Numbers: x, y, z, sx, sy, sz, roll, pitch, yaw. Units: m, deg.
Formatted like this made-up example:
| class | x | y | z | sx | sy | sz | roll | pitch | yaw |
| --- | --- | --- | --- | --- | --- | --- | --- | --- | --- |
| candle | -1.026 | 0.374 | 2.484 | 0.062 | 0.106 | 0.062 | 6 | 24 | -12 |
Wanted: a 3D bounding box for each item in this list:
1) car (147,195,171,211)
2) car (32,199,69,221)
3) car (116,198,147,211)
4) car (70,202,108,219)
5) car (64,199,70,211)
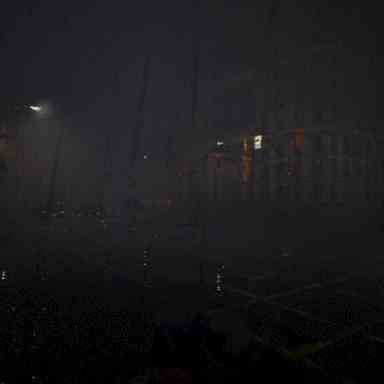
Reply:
| class | x | y | z | sx | sy | sz | roll | pitch | yaw |
| --- | --- | --- | --- | --- | --- | --- | --- | --- | --- |
| car | -4.854 | 1.392 | 44.145 | 2.150 | 2.045 | 5.566 | 1 | 0 | -35 |
| car | -12.163 | 1.576 | 28.165 | 1.812 | 1.442 | 4.674 | 1 | 0 | -35 |
| car | -8.104 | 1.621 | 42.703 | 1.882 | 1.535 | 5.008 | 1 | 0 | -35 |
| car | -9.090 | 1.642 | 29.881 | 1.994 | 1.385 | 4.181 | 1 | 0 | -35 |
| car | -14.948 | 1.570 | 38.269 | 2.128 | 1.511 | 4.902 | 1 | 0 | -35 |
